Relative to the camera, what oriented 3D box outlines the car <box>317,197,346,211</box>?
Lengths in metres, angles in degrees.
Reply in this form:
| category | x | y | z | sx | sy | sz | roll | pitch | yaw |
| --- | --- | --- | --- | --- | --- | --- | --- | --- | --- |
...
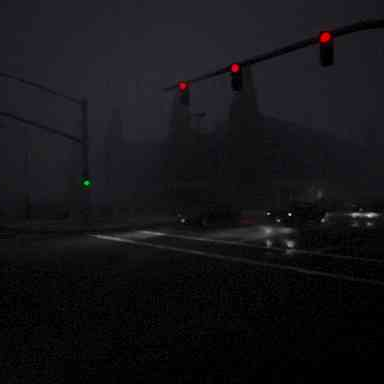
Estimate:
| category | x | y | z | sx | sy | sz | roll | pitch | yaw |
| --- | --- | --- | --- | --- | --- | --- | --- | --- | --- |
| car | 13.095 | 1.152 | 32.369 | 5.357 | 1.411 | 2.033 | -1 | 0 | -44 |

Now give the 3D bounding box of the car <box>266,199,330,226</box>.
| category | x | y | z | sx | sy | sz | roll | pitch | yaw |
| --- | --- | --- | --- | --- | --- | --- | --- | --- | --- |
| car | 6.758 | 1.371 | 21.445 | 4.718 | 1.301 | 1.895 | -1 | 0 | -44 |

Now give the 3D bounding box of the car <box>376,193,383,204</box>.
| category | x | y | z | sx | sy | sz | roll | pitch | yaw |
| --- | --- | --- | --- | --- | --- | --- | --- | --- | --- |
| car | 27.108 | 0.829 | 45.668 | 4.674 | 1.442 | 1.812 | -1 | 0 | -44 |

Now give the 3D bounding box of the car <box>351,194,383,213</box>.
| category | x | y | z | sx | sy | sz | roll | pitch | yaw |
| --- | --- | --- | --- | --- | --- | --- | --- | --- | --- |
| car | 16.714 | 1.092 | 30.988 | 5.357 | 1.411 | 2.033 | -1 | 0 | -44 |

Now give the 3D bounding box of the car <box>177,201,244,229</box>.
| category | x | y | z | sx | sy | sz | roll | pitch | yaw |
| --- | --- | --- | --- | --- | --- | --- | --- | --- | --- |
| car | 1.252 | 1.364 | 21.038 | 4.902 | 1.511 | 2.128 | -1 | 0 | -43 |
